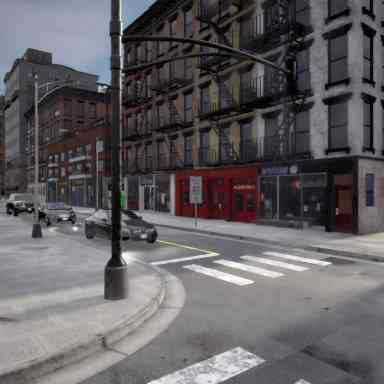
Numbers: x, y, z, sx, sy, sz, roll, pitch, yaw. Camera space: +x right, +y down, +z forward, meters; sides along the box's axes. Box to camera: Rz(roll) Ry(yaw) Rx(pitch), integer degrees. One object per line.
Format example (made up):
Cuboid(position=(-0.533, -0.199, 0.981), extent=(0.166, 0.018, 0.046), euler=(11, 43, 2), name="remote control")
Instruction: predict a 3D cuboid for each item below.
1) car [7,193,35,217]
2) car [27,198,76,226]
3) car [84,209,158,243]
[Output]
Cuboid(position=(-16.029, 1.168, 31.607), extent=(2.150, 2.045, 5.566), euler=(0, 0, -37), name="car")
Cuboid(position=(-9.676, 1.457, 23.342), extent=(2.128, 1.511, 4.902), euler=(0, 0, -38), name="car")
Cuboid(position=(-3.408, 1.508, 15.225), extent=(1.812, 1.442, 4.674), euler=(0, 0, -39), name="car")
